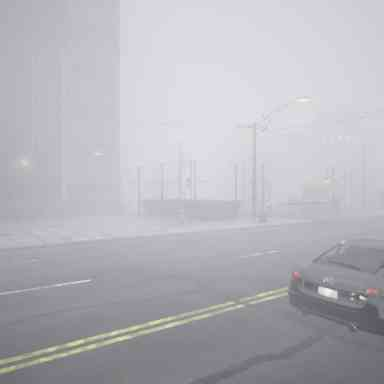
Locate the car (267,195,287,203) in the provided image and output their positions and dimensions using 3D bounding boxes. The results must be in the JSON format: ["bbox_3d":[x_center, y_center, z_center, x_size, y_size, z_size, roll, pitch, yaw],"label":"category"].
[{"bbox_3d":[17.355,1.458,67.770,3.806,1.475,1.970,0,0,-36],"label":"car"}]

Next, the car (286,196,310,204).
[{"bbox_3d":[20.260,1.425,63.768,4.674,1.452,2.002,0,0,-36],"label":"car"}]

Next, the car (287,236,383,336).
[{"bbox_3d":[3.790,1.565,6.450,4.181,1.385,1.994,0,0,-36],"label":"car"}]

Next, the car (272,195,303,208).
[{"bbox_3d":[13.346,1.258,44.709,4.553,1.767,2.185,0,0,-36],"label":"car"}]
